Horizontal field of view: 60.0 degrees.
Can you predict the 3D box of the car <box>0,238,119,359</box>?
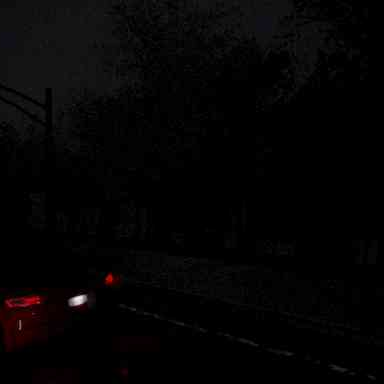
[{"bbox_3d":[-3.294,1.558,6.028,4.181,1.385,1.994,0,0,35],"label":"car"}]
